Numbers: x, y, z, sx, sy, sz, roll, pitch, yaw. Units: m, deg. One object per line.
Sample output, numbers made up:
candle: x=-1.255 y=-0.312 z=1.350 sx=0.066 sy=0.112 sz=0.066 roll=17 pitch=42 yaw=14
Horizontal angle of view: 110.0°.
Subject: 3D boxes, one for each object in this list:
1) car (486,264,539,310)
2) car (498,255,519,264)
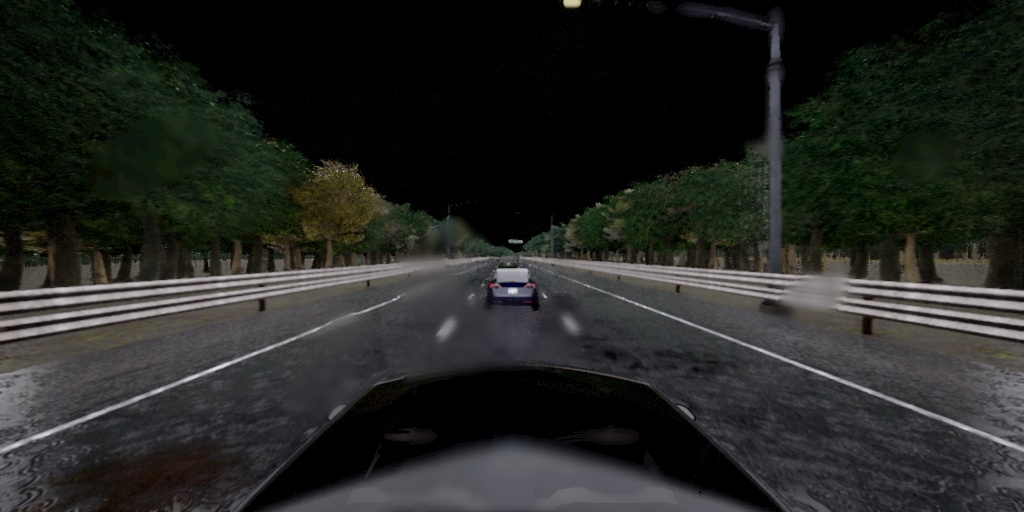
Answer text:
car: x=0.001 y=1.245 z=14.761 sx=2.163 sy=1.488 sz=4.792 roll=0 pitch=0 yaw=-1
car: x=-0.421 y=0.948 z=40.333 sx=2.150 sy=2.045 sz=5.566 roll=0 pitch=0 yaw=-1
